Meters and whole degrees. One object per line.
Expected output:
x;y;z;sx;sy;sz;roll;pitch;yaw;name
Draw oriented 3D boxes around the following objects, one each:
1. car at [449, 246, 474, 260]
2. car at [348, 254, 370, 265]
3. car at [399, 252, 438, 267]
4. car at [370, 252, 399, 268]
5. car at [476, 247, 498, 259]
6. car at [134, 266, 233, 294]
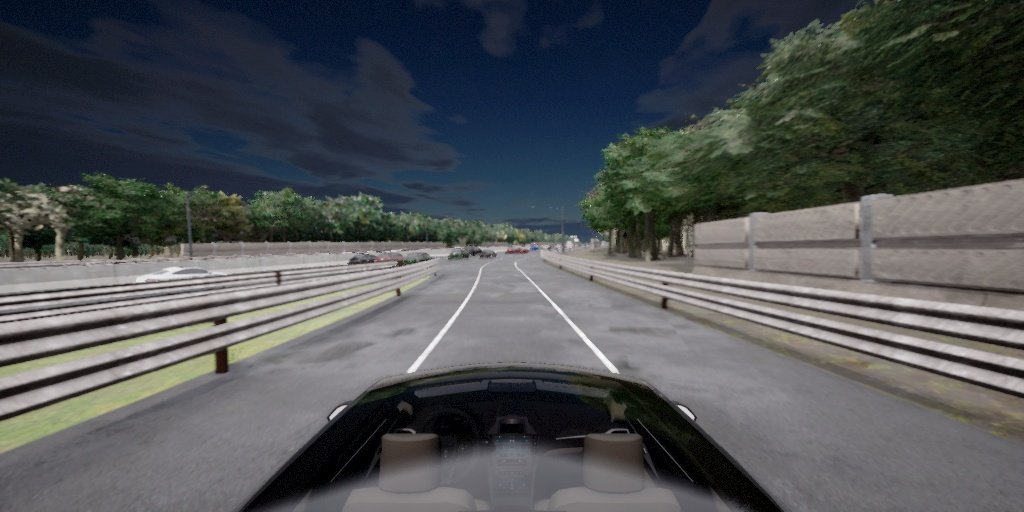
-8.340;-0.299;57.515;2.097;1.767;4.553;0;2;16;car
-16.655;0.525;41.389;1.837;1.490;4.892;0;2;16;car
-9.944;0.373;39.396;2.097;1.767;4.553;0;2;16;car
-13.307;0.375;40.370;2.097;1.767;4.553;0;2;16;car
-3.852;-0.302;60.429;1.837;1.490;4.892;0;2;16;car
-18.920;1.325;20.993;1.812;1.442;4.674;0;2;16;car
